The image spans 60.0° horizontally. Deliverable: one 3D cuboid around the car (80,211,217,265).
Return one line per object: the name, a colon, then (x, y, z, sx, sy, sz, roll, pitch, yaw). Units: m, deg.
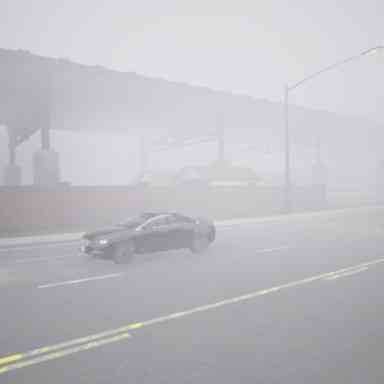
car: (-1.352, 1.447, 11.623, 4.902, 1.511, 2.128, -1, 0, -35)
